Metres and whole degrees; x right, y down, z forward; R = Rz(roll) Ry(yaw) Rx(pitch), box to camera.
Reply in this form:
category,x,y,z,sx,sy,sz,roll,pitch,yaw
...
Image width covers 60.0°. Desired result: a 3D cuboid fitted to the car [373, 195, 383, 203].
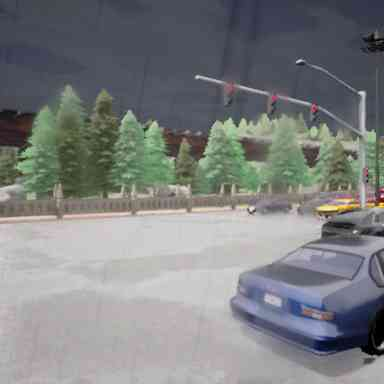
category,x,y,z,sx,sy,sz,roll,pitch,yaw
car,18.771,1.245,30.274,4.902,1.511,2.128,-1,0,-35

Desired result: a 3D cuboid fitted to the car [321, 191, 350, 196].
category,x,y,z,sx,sy,sz,roll,pitch,yaw
car,15.229,0.970,36.335,5.566,2.045,2.150,-1,0,-36

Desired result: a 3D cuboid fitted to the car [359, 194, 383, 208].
category,x,y,z,sx,sy,sz,roll,pitch,yaw
car,23.354,1.117,42.086,5.008,1.535,1.882,-2,1,-36

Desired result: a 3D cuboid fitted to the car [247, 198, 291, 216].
category,x,y,z,sx,sy,sz,roll,pitch,yaw
car,7.190,1.315,30.616,4.902,1.511,2.128,-1,0,-36

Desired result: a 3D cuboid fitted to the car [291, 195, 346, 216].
category,x,y,z,sx,sy,sz,roll,pitch,yaw
car,11.216,1.310,29.189,4.892,1.490,1.837,-1,0,-36

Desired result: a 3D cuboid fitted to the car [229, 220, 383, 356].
category,x,y,z,sx,sy,sz,roll,pitch,yaw
car,3.144,1.503,5.988,5.357,1.411,2.033,0,0,-35

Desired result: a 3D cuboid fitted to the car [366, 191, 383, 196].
category,x,y,z,sx,sy,sz,roll,pitch,yaw
car,19.250,0.952,34.904,5.566,2.045,2.150,-1,0,-35

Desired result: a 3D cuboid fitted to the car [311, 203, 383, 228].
category,x,y,z,sx,sy,sz,roll,pitch,yaw
car,7.067,1.405,13.087,4.892,1.490,1.837,-1,0,-36

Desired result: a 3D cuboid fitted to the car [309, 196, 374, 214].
category,x,y,z,sx,sy,sz,roll,pitch,yaw
car,11.258,1.301,24.887,5.008,1.535,1.882,-1,0,-36
